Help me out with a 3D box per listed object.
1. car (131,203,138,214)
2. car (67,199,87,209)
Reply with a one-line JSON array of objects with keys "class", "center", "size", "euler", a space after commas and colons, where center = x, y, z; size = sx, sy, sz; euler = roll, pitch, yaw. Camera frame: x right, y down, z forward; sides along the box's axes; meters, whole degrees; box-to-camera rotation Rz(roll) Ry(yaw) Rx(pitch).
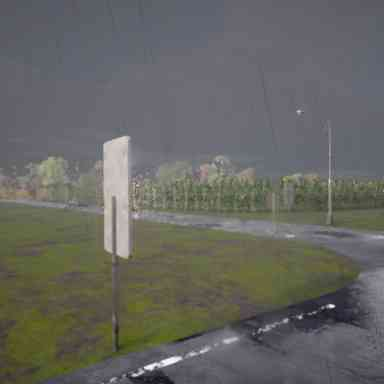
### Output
[{"class": "car", "center": [-7.594, 1.749, 36.992], "size": [1.994, 1.385, 4.181], "euler": [-1, 0, -36]}, {"class": "car", "center": [-17.543, 1.721, 50.807], "size": [1.994, 1.385, 4.181], "euler": [-1, 0, -36]}]
